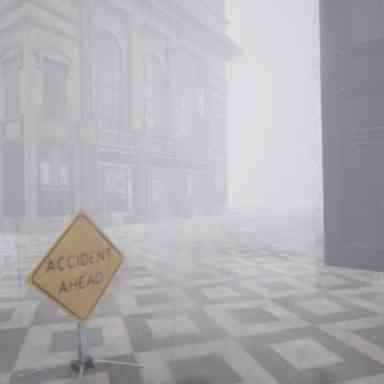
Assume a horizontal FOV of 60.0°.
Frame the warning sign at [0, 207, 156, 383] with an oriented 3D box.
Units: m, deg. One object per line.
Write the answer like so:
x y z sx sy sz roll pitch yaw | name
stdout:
-1.267 1.135 3.801 1.060 1.860 1.300 -1 0 36 | warning sign
